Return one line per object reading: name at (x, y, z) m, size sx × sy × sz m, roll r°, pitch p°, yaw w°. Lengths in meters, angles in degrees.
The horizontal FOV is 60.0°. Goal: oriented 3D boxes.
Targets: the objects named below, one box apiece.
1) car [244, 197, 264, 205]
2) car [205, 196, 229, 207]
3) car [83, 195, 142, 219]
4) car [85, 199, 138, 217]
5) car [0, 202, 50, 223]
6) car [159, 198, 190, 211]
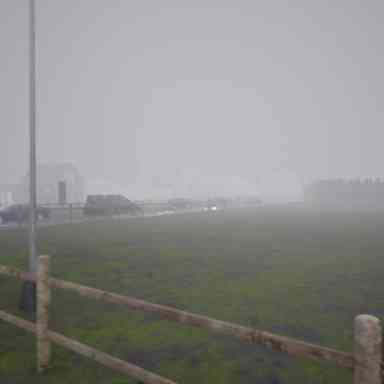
car at (10.121, 1.445, 54.281) m, size 1.994 × 1.385 × 4.181 m, roll -1°, pitch 0°, yaw 35°
car at (3.824, 1.458, 50.273) m, size 1.837 × 1.490 × 4.892 m, roll -1°, pitch 0°, yaw 34°
car at (-6.934, 1.238, 29.438) m, size 2.150 × 2.045 × 5.566 m, roll -1°, pitch 0°, yaw 34°
car at (-7.945, 1.537, 33.210) m, size 2.128 × 1.511 × 4.902 m, roll -1°, pitch 0°, yaw 35°
car at (-13.403, 1.564, 25.335) m, size 1.882 × 1.535 × 5.008 m, roll -1°, pitch 0°, yaw 36°
car at (-2.090, 1.506, 41.717) m, size 1.837 × 1.490 × 4.892 m, roll -1°, pitch 0°, yaw 34°
